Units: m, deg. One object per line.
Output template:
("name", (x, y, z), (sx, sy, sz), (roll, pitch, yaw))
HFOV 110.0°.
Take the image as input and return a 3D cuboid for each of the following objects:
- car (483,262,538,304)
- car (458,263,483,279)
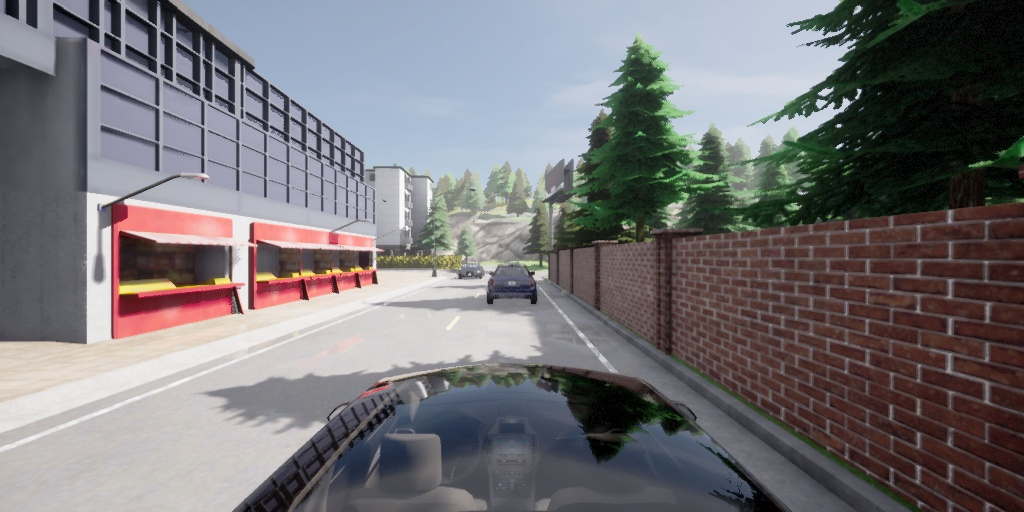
("car", (0.000, 1.115, 16.470), (2.097, 1.767, 4.553), (0, 0, 0))
("car", (-3.500, 1.349, 31.650), (1.994, 1.385, 4.181), (0, 0, 0))
